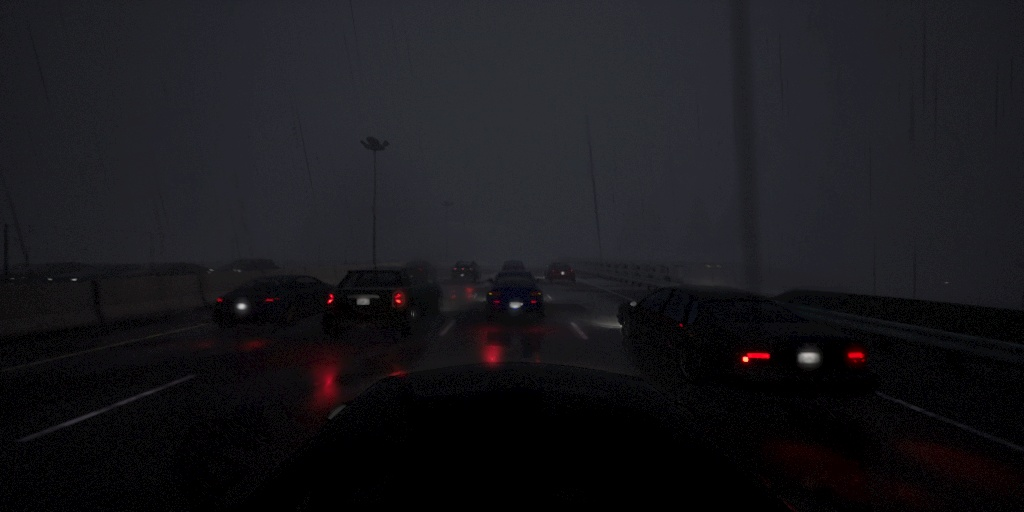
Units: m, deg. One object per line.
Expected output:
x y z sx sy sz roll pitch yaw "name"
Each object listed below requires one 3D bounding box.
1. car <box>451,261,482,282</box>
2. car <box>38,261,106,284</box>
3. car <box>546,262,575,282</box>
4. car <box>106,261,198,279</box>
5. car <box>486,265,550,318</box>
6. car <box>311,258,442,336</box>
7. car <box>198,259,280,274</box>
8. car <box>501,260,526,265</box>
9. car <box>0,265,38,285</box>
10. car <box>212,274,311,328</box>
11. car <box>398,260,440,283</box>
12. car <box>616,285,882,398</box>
-3.382 1.101 27.036 2.128 1.511 4.902 0 0 0 "car"
-24.583 1.178 22.138 2.033 1.411 5.357 0 0 0 "car"
3.619 1.173 27.576 1.994 1.385 4.181 0 0 0 "car"
-21.082 1.109 22.089 1.882 1.535 5.008 0 0 0 "car"
0.094 1.216 12.553 1.812 1.442 4.674 0 0 0 "car"
-3.398 1.053 10.327 2.097 1.767 4.553 0 0 0 "car"
-17.579 0.975 23.722 2.097 1.767 4.553 0 0 0 "car"
0.120 1.080 28.616 1.882 1.535 5.008 0 0 0 "car"
-28.081 1.107 22.063 1.882 1.535 5.008 0 0 0 "car"
-6.896 1.260 11.174 1.994 1.385 4.181 0 0 0 "car"
-6.882 1.113 27.093 1.837 1.490 4.892 0 0 0 "car"
3.598 1.270 6.846 2.033 1.411 5.357 0 0 0 "car"
